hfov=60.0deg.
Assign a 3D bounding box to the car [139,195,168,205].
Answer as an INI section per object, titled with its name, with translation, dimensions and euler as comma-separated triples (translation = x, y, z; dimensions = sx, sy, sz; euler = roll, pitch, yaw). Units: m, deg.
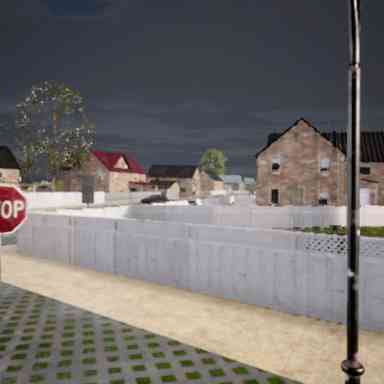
[car]
translation = -4.812, 1.066, 42.927
dimensions = 2.033, 1.411, 5.357
euler = 3, 1, 18
